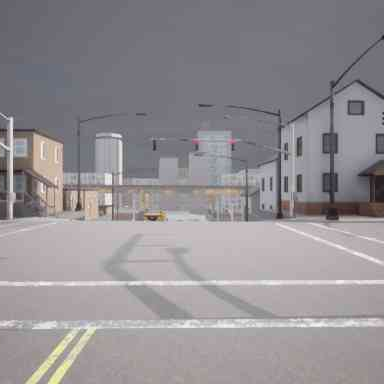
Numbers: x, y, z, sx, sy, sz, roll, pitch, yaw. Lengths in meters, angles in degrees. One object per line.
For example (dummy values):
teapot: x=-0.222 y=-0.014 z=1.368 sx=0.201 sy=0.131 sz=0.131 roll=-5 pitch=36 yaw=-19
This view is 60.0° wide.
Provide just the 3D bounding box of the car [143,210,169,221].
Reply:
car: x=-3.673 y=2.536 z=33.465 sx=1.882 sy=1.535 sz=5.008 roll=0 pitch=-9 yaw=1

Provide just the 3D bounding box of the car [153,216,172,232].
car: x=-3.781 y=4.235 z=43.687 sx=2.128 sy=1.511 sz=4.902 roll=0 pitch=-13 yaw=-1
